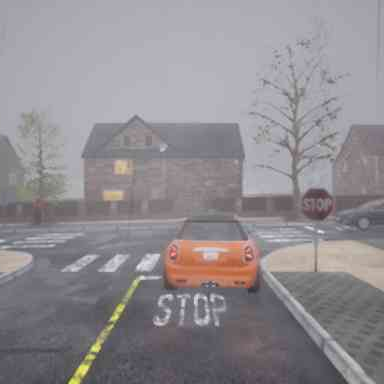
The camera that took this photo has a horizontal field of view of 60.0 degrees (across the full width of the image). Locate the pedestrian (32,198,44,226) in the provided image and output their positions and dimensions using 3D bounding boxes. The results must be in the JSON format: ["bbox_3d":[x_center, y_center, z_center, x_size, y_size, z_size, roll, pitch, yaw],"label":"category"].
[{"bbox_3d":[-9.645,1.213,20.783,0.375,1.860,0.375,0,2,0],"label":"pedestrian"}]

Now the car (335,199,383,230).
[{"bbox_3d":[10.261,1.156,17.903,4.892,1.490,1.837,-1,1,0],"label":"car"}]

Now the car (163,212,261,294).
[{"bbox_3d":[0.619,1.334,8.988,2.097,1.767,4.553,0,0,6],"label":"car"}]
